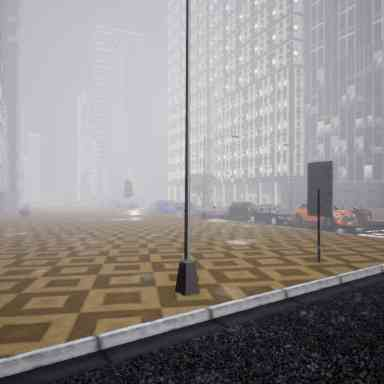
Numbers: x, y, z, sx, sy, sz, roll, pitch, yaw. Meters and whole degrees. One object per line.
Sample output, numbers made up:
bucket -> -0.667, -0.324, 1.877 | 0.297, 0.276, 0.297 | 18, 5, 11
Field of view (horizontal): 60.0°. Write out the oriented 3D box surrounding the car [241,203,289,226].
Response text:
car -> 6.129, 1.813, 25.924 | 2.008, 1.369, 4.403 | -1, -1, -26

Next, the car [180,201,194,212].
car -> -1.954, 2.183, 48.764 | 1.882, 1.535, 5.008 | 0, -1, -25

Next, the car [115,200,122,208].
car -> -13.324, 2.602, 66.309 | 1.752, 1.417, 4.829 | -1, -1, -26

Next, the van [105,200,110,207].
van -> -18.282, 2.635, 76.597 | 1.690, 1.788, 3.998 | -1, -1, -26

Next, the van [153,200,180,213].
van -> -3.638, 2.005, 46.196 | 1.690, 1.788, 3.998 | -1, -1, -26

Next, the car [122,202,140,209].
car -> -10.956, 2.525, 61.394 | 2.008, 1.369, 4.403 | -1, -1, -26

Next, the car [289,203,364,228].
car -> 9.697, 1.576, 24.458 | 2.097, 1.767, 4.553 | 0, -1, -25

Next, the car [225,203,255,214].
car -> 6.357, 2.168, 44.762 | 1.947, 1.339, 4.313 | -1, -1, -26

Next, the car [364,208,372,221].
car -> 13.679, 1.854, 29.561 | 2.008, 1.369, 4.403 | -1, -1, -26

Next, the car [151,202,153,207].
car -> -5.602, 2.593, 63.416 | 1.895, 1.301, 4.718 | 0, -1, -26

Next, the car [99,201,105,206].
car -> -23.159, 3.053, 86.729 | 1.887, 1.381, 4.507 | -1, -1, -26

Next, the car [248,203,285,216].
car -> 8.798, 2.068, 39.695 | 1.947, 1.339, 4.313 | -1, -1, -26

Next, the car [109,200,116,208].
car -> -15.838, 2.731, 71.529 | 1.887, 1.381, 4.507 | -1, -1, -26

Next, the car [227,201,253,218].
car -> 5.446, 1.750, 33.340 | 2.097, 1.767, 4.553 | 0, -1, -26
